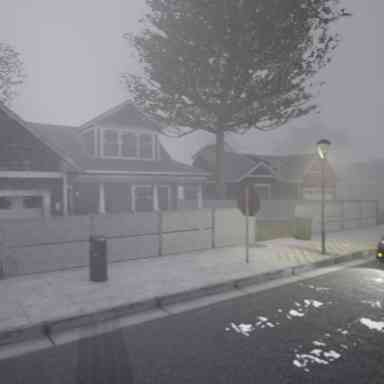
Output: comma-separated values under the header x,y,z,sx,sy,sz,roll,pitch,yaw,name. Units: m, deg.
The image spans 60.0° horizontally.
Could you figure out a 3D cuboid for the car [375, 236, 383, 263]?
x,y,z,sx,sy,sz,roll,pitch,yaw,name
7.307,1.430,9.941,4.181,1.385,1.994,-1,1,-36,car
